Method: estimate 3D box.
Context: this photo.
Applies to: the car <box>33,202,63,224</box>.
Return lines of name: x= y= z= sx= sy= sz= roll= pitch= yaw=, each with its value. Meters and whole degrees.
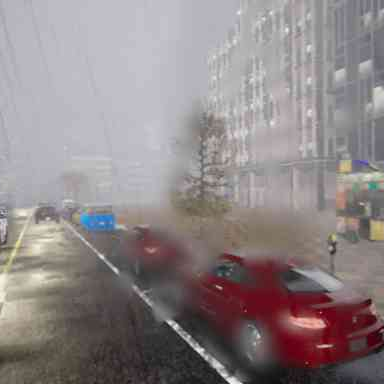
car: x=-12.665 y=1.916 z=29.116 sx=1.837 sy=1.490 sz=4.892 roll=-1 pitch=0 yaw=-25

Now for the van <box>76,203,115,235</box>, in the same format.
van: x=-5.935 y=1.586 z=20.721 sx=1.690 sy=1.788 sz=3.998 roll=-1 pitch=0 yaw=-25

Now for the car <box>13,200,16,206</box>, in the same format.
car: x=-32.079 y=2.502 z=57.337 sx=1.947 sy=1.339 sz=4.313 roll=-1 pitch=0 yaw=-25

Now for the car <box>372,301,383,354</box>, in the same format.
car: x=3.268 y=1.486 z=0.808 sx=1.752 sy=1.417 sz=4.829 roll=-1 pitch=0 yaw=-25

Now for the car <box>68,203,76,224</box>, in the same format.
car: x=-8.320 y=1.847 z=25.891 sx=1.752 sy=1.417 sz=4.829 roll=-1 pitch=0 yaw=-25

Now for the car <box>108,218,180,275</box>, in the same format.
car: x=-1.295 y=1.683 z=10.686 sx=1.802 sy=1.307 sz=4.206 roll=-1 pitch=0 yaw=-25

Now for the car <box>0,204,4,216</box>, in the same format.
car: x=-25.126 y=2.286 z=42.287 sx=1.802 sy=1.307 sz=4.206 roll=-1 pitch=0 yaw=-25

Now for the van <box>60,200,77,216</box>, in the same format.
van: x=-15.207 y=1.886 z=40.789 sx=1.690 sy=1.788 sz=3.998 roll=-1 pitch=0 yaw=-25

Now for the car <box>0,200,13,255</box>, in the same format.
car: x=-9.073 y=1.459 z=13.963 sx=2.150 sy=2.045 sz=5.566 roll=-1 pitch=-1 yaw=-25

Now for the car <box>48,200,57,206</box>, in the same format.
car: x=-36.060 y=2.800 z=85.935 sx=1.887 sy=1.381 sz=4.507 roll=-1 pitch=0 yaw=-25

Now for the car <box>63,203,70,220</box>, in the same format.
car: x=-10.566 y=1.959 z=30.754 sx=1.947 sy=1.339 sz=4.313 roll=-1 pitch=0 yaw=-25

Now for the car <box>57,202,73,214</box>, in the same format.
car: x=-17.591 y=2.149 z=45.957 sx=1.752 sy=1.417 sz=4.829 roll=-1 pitch=0 yaw=-25

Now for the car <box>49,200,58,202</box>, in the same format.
car: x=-17.370 y=1.915 z=39.274 sx=2.097 sy=1.767 sz=4.553 roll=-1 pitch=-1 yaw=-25

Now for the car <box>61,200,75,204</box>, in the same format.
car: x=-12.886 y=1.909 z=35.770 sx=1.967 sy=1.590 sz=4.097 roll=-1 pitch=0 yaw=-25

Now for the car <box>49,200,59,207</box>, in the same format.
car: x=-31.426 y=2.637 z=75.903 sx=1.887 sy=1.381 sz=4.507 roll=-1 pitch=0 yaw=-25

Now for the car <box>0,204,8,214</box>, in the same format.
car: x=-27.443 y=2.363 z=47.304 sx=1.802 sy=1.307 sz=4.206 roll=-1 pitch=0 yaw=-25

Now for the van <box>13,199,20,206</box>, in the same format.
van: x=-43.672 y=2.678 z=82.421 sx=1.690 sy=1.788 sz=3.998 roll=-1 pitch=0 yaw=-25

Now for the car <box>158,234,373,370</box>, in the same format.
car: x=1.022 y=1.611 z=5.671 sx=1.802 sy=1.307 sz=4.206 roll=-1 pitch=0 yaw=-25
